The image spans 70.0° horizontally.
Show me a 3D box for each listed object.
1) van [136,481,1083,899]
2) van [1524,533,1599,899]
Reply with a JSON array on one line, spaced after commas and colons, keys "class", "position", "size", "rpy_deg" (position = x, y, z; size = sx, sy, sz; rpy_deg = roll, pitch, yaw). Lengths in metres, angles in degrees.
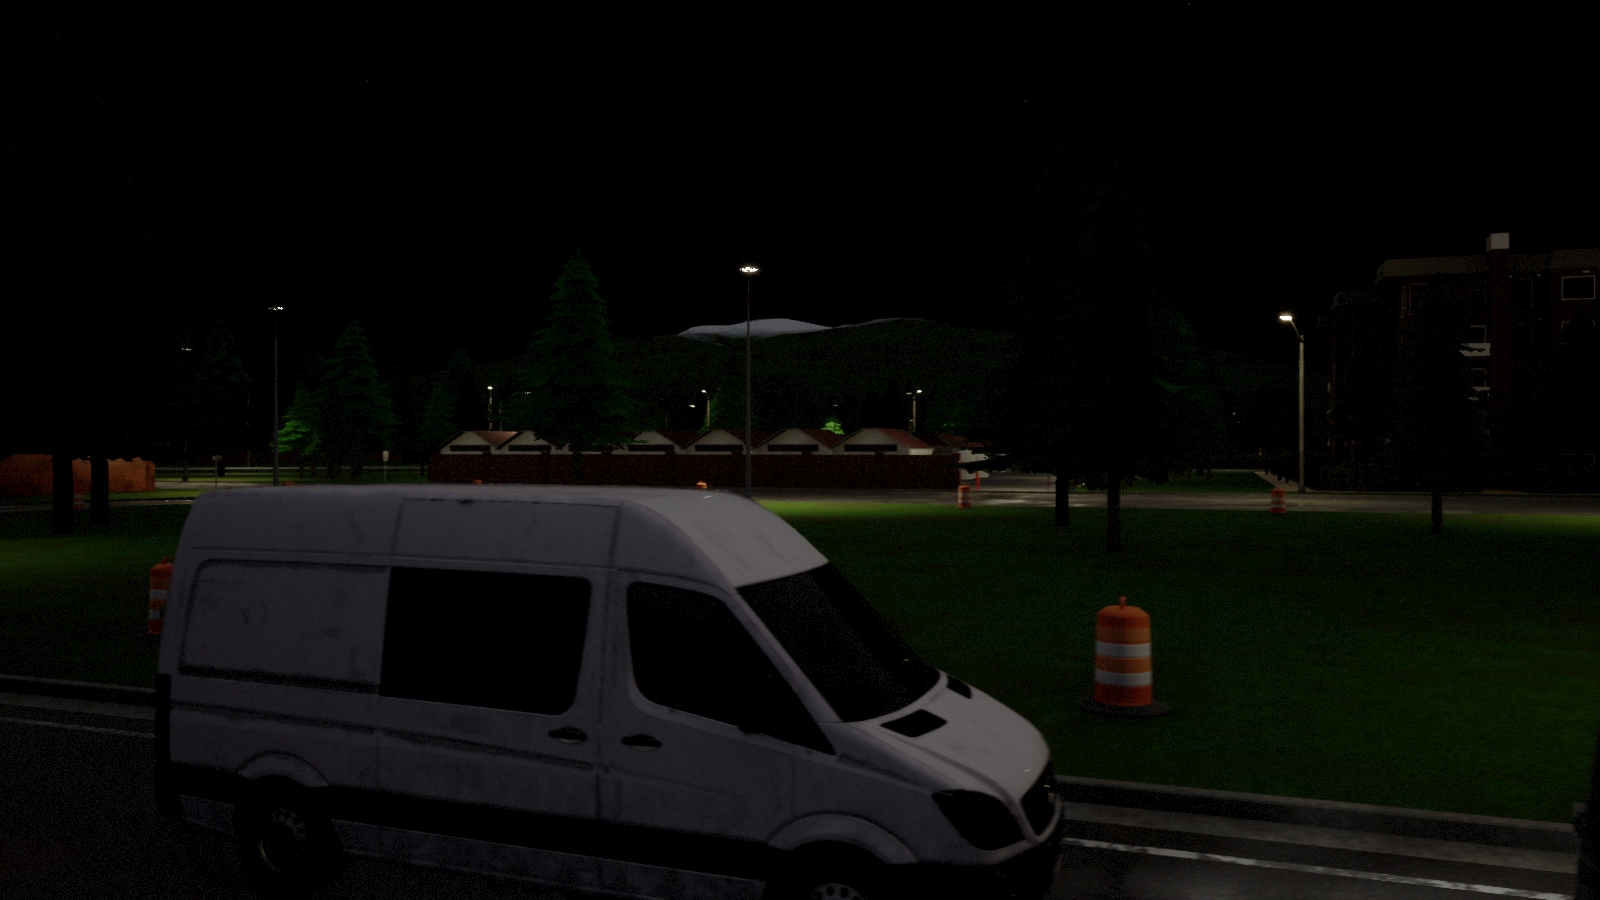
[{"class": "van", "position": [-1.282, 1.535, 7.495], "size": [5.915, 2.561, 1.988], "rpy_deg": [0, 0, 20]}, {"class": "van", "position": [4.686, 1.535, 1.598], "size": [5.915, 2.561, 1.988], "rpy_deg": [0, 0, 20]}]
